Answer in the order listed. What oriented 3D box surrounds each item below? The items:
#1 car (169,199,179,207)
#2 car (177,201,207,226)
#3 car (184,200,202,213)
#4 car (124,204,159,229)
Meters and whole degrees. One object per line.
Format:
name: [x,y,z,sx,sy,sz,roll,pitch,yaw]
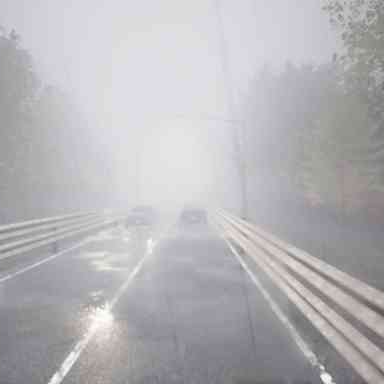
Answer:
car: [-3.273,2.105,63.214,1.882,1.535,5.008,0,-1,0]
car: [0.101,1.599,24.419,1.882,1.535,5.008,0,-1,0]
car: [0.104,1.845,42.912,2.128,1.511,4.902,0,-1,0]
car: [-3.345,1.609,22.727,1.837,1.490,4.892,0,-1,0]
